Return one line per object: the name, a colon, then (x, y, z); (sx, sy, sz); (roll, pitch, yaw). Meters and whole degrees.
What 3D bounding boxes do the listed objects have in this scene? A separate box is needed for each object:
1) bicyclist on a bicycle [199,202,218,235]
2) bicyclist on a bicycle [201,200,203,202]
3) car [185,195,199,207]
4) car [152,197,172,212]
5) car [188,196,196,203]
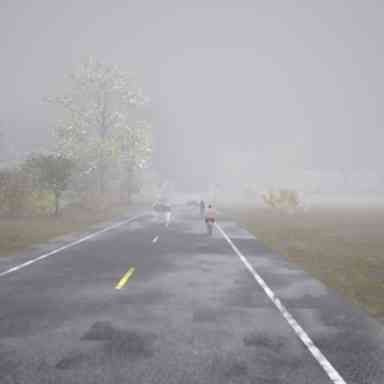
bicyclist on a bicycle: (0.973, 1.489, 18.017); (0.866, 1.612, 1.509); (0, 0, 0)
bicyclist on a bicycle: (0.950, 1.537, 30.798); (0.582, 1.620, 1.656); (0, 0, 0)
car: (0.075, 1.665, 55.143); (1.812, 1.442, 4.674); (0, 0, 0)
car: (-3.605, 1.461, 40.924); (2.097, 1.767, 4.553); (0, 0, 0)
car: (-0.030, 1.699, 73.791); (1.812, 1.442, 4.674); (0, 0, 0)
